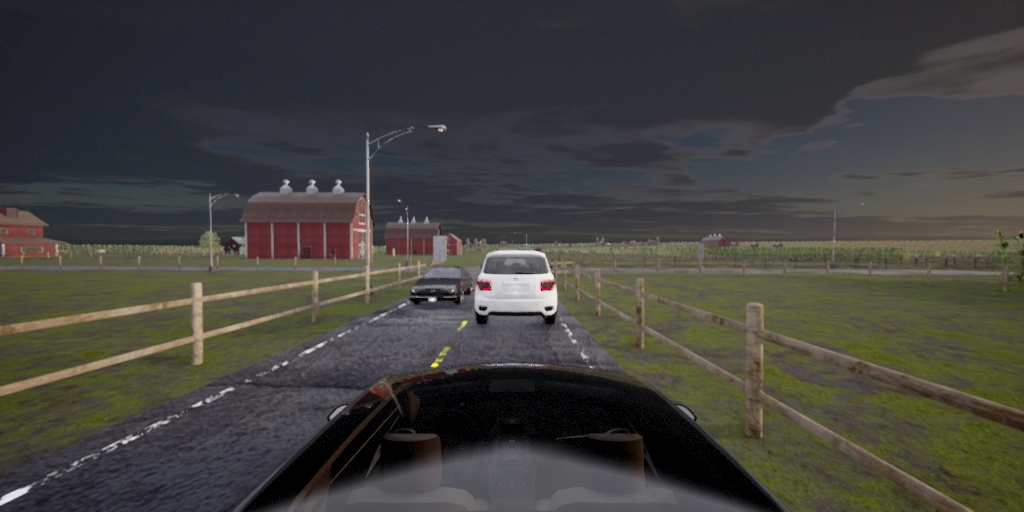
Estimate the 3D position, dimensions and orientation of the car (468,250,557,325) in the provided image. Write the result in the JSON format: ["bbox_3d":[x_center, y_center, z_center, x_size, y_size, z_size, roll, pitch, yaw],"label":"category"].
[{"bbox_3d":[0.132,0.842,11.322,2.150,2.045,5.566,0,1,1],"label":"car"}]

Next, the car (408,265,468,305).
[{"bbox_3d":[-2.770,1.114,15.203,2.033,1.411,5.357,0,1,0],"label":"car"}]
